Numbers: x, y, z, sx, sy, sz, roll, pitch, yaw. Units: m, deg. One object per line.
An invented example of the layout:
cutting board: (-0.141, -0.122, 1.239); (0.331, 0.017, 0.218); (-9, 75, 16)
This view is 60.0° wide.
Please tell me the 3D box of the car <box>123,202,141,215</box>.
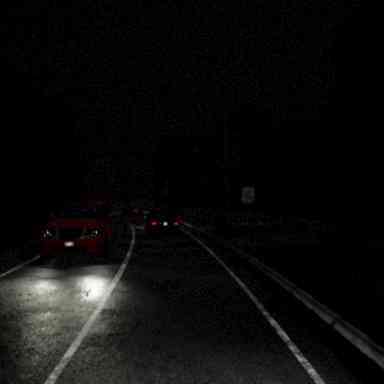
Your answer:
car: (-7.156, 1.973, 39.992); (1.882, 1.535, 5.008); (2, -1, -19)

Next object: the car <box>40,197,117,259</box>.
car: (-4.343, 1.367, 13.591); (2.150, 2.045, 5.566); (1, -1, -7)

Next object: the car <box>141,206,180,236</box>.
car: (-1.891, 1.813, 20.442); (2.033, 1.411, 5.357); (1, -1, -10)
